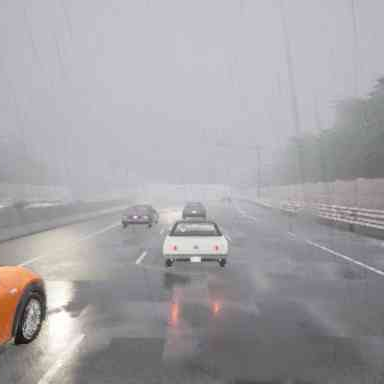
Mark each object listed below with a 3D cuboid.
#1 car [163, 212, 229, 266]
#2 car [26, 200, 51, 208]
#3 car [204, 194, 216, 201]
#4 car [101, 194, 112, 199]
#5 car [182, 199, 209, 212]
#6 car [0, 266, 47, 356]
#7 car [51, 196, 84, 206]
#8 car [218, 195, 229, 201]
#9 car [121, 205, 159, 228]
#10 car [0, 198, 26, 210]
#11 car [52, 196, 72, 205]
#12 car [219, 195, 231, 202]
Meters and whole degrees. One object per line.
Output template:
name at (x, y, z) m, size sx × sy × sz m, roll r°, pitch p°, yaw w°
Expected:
car at (0.117, 1.602, 11.566) m, size 1.895 × 1.301 × 4.718 m, roll 0°, pitch 0°, yaw 0°
car at (-17.421, 1.608, 39.718) m, size 1.895 × 1.301 × 4.718 m, roll 0°, pitch 0°, yaw 1°
car at (3.986, 1.359, 68.286) m, size 1.882 × 1.535 × 5.008 m, roll 0°, pitch 0°, yaw 1°
car at (-20.344, 1.174, 79.616) m, size 1.837 × 1.490 × 4.892 m, roll 0°, pitch 0°, yaw 1°
car at (0.193, 1.569, 28.852) m, size 1.994 × 1.385 × 4.181 m, roll 0°, pitch 0°, yaw 0°
car at (-3.396, 1.352, 3.531) m, size 2.097 × 1.767 × 4.553 m, roll 0°, pitch 0°, yaw 0°
car at (-13.931, 1.484, 38.377) m, size 1.882 × 1.535 × 5.008 m, roll 0°, pitch 0°, yaw 1°
car at (7.686, 1.473, 81.224) m, size 2.128 × 1.511 × 4.902 m, roll 0°, pitch 0°, yaw 1°
car at (-3.346, 1.551, 22.142) m, size 2.033 × 1.411 × 5.357 m, roll 0°, pitch 0°, yaw 0°
car at (-20.923, 1.498, 39.048) m, size 2.128 × 1.511 × 4.902 m, roll 0°, pitch 0°, yaw 1°
car at (-23.491, 1.498, 60.447) m, size 1.882 × 1.535 × 5.008 m, roll 0°, pitch 0°, yaw -2°
car at (7.393, 1.388, 71.557) m, size 1.882 × 1.535 × 5.008 m, roll 0°, pitch 0°, yaw 3°
